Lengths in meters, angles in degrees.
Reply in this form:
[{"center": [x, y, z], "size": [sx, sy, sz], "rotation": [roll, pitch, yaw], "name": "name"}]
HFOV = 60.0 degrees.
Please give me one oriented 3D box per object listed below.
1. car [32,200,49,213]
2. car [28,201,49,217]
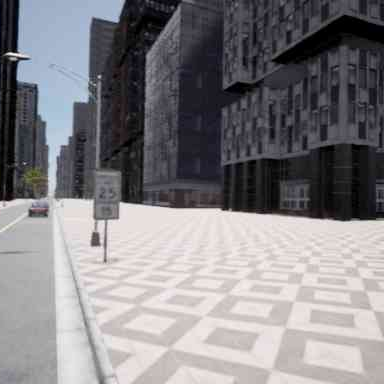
[{"center": [-20.707, 1.980, 45.603], "size": [1.882, 1.535, 5.008], "rotation": [2, -1, -23], "name": "car"}, {"center": [-16.758, 1.894, 36.334], "size": [2.128, 1.511, 4.902], "rotation": [2, -1, -22], "name": "car"}]
